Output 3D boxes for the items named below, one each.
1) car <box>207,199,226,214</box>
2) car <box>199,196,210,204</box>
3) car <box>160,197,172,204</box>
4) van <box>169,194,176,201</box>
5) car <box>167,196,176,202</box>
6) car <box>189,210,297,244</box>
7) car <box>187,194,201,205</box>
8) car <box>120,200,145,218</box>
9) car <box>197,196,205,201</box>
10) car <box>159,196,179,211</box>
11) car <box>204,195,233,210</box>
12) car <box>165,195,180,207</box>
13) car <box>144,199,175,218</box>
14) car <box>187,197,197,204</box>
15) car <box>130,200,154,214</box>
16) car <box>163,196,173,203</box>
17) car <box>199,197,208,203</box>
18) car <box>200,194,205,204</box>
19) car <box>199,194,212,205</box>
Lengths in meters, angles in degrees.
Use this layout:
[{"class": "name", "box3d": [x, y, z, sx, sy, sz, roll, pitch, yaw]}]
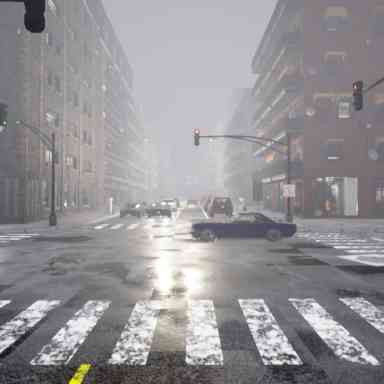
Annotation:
[{"class": "car", "box3d": [2.563, 1.540, 35.949, 1.752, 1.417, 4.829, 1, 0, 0]}, {"class": "car", "box3d": [2.543, 1.556, 69.142, 1.967, 1.590, 4.097, 1, 0, 0]}, {"class": "car", "box3d": [-5.338, 1.667, 69.102, 2.008, 1.369, 4.403, 1, 0, 0]}, {"class": "van", "box3d": [-5.347, 1.588, 91.358, 1.690, 1.788, 3.998, 1, 0, 0]}, {"class": "car", "box3d": [-5.348, 1.764, 85.793, 2.008, 1.369, 4.403, 1, 0, 0]}, {"class": "car", "box3d": [2.237, 1.630, 15.373, 4.718, 1.301, 1.895, 0, -1, 0]}, {"class": "car", "box3d": [0.071, 1.560, 59.214, 2.128, 1.511, 4.902, 0, 0, 0]}, {"class": "car", "box3d": [-5.314, 1.577, 30.169, 1.947, 1.339, 4.313, 1, 0, 0]}, {"class": "car", "box3d": [2.530, 1.813, 91.393, 1.947, 1.339, 4.313, 1, 0, 0]}, {"class": "car", "box3d": [-2.848, 1.545, 40.294, 1.812, 1.442, 4.674, 0, 0, 0]}, {"class": "car", "box3d": [2.570, 1.326, 30.220, 2.192, 1.841, 5.009, 1, 0, 0]}, {"class": "car", "box3d": [-2.784, 1.565, 50.495, 1.812, 1.442, 4.674, 0, 0, 0]}, {"class": "car", "box3d": [-2.858, 1.575, 30.404, 1.994, 1.385, 4.181, 0, 0, 0]}, {"class": "car", "box3d": [0.027, 1.685, 70.415, 1.994, 1.385, 4.181, 0, 0, 0]}, {"class": "car", "box3d": [-5.317, 1.580, 35.731, 1.947, 1.339, 4.313, 1, 0, 0]}, {"class": "car", "box3d": [-5.341, 1.671, 74.494, 1.752, 1.417, 4.829, 1, 0, 0]}, {"class": "car", "box3d": [2.538, 1.728, 74.702, 1.802, 1.307, 4.206, 1, 0, 0]}, {"class": "car", "box3d": [2.563, 1.336, 41.344, 2.192, 1.841, 5.009, 1, 0, 0]}, {"class": "car", "box3d": [2.548, 1.402, 63.578, 2.192, 1.841, 5.009, 1, 0, 0]}]
